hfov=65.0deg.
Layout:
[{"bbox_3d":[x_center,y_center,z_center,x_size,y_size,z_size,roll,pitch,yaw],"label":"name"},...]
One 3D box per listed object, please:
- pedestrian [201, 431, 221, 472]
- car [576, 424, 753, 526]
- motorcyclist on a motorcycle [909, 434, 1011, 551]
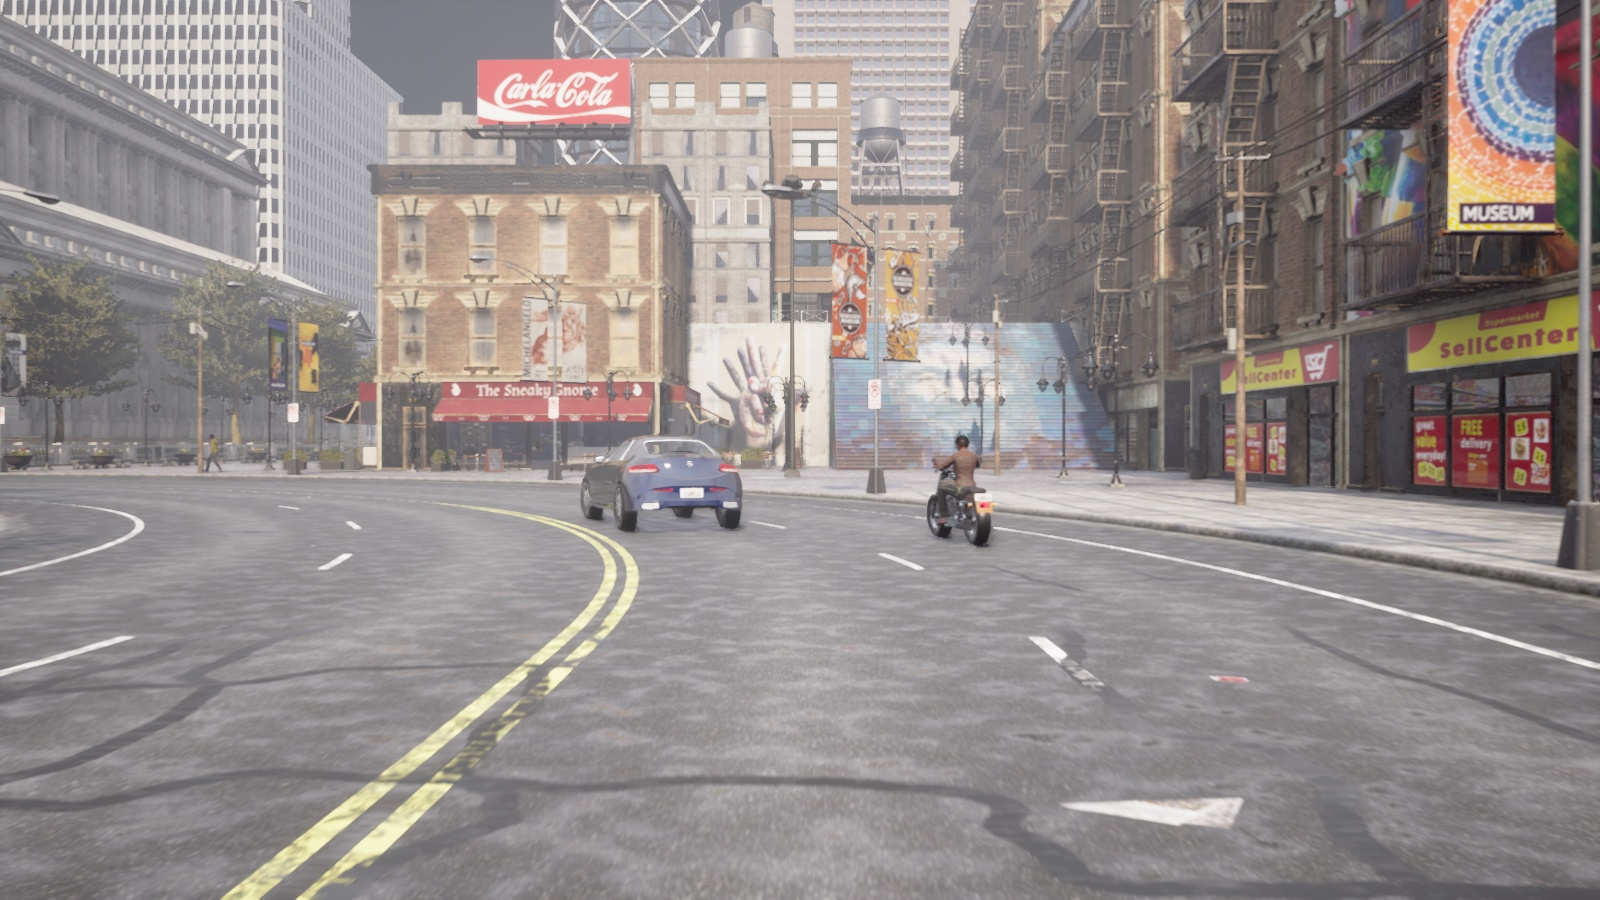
[{"bbox_3d":[-26.862,0.059,57.294,0.709,1.840,0.431,0,0,14],"label":"pedestrian"},{"bbox_3d":[-2.650,0.392,23.173,2.152,1.651,5.027,0,0,-19],"label":"car"},{"bbox_3d":[2.357,0.592,18.892,0.766,1.649,2.350,0,0,-13],"label":"motorcyclist on a motorcycle"}]
